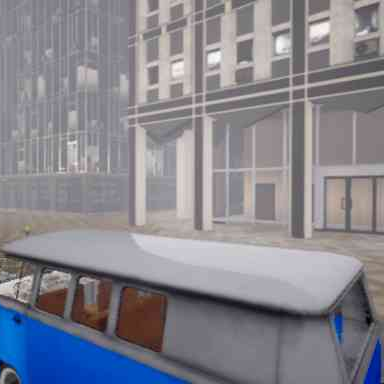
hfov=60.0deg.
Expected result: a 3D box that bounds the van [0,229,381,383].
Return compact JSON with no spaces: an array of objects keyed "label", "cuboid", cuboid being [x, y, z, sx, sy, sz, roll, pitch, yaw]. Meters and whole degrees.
[{"label":"van","cuboid":[-0.412,1.335,3.145,3.998,1.788,1.690,0,1,35]}]
